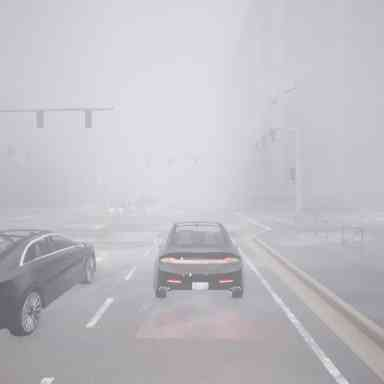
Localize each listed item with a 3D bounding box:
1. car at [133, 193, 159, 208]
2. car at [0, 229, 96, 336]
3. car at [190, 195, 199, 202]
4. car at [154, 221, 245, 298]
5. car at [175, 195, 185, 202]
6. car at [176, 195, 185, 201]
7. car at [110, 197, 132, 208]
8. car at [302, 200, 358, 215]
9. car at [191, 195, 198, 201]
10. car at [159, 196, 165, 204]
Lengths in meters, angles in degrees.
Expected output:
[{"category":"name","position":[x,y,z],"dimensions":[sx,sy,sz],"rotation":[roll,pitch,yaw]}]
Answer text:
[{"category":"car","position":[-6.721,1.221,49.435],"dimensions":[2.150,2.045,5.566],"rotation":[0,0,2]},{"category":"car","position":[-3.396,1.492,6.649],"dimensions":[2.128,1.511,4.902],"rotation":[0,0,1]},{"category":"car","position":[0.568,1.593,76.374],"dimensions":[1.895,1.301,4.718],"rotation":[0,0,0]},{"category":"car","position":[0.139,1.492,8.467],"dimensions":[2.128,1.511,4.902],"rotation":[0,0,0]},{"category":"car","position":[-2.937,1.497,75.743],"dimensions":[1.837,1.490,4.892],"rotation":[0,0,0]},{"category":"car","position":[-2.864,1.523,85.445],"dimensions":[2.033,1.411,5.357],"rotation":[0,0,0]},{"category":"car","position":[-10.249,1.564,47.117],"dimensions":[1.994,1.385,4.181],"rotation":[0,0,0]},{"category":"car","position":[13.456,1.492,32.929],"dimensions":[5.357,1.411,2.033],"rotation":[0,0,0]},{"category":"car","position":[0.636,1.461,85.419],"dimensions":[1.882,1.535,5.008],"rotation":[0,0,0]},{"category":"car","position":[-6.631,1.492,59.649],"dimensions":[2.128,1.511,4.902],"rotation":[0,0,1]}]
